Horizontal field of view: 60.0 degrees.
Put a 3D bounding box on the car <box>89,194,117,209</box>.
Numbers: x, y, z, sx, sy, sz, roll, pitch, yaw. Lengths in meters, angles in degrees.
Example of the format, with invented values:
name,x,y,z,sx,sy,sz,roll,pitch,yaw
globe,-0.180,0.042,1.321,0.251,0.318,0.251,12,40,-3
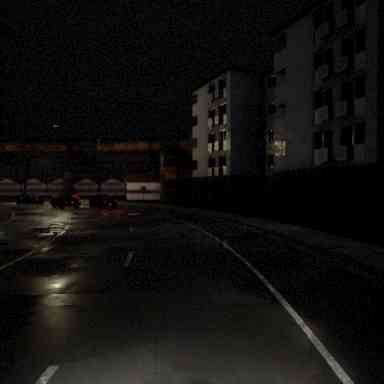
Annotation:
name,x,y,z,sx,sy,sz,roll,pitch,yaw
car,-9.521,0.988,35.480,1.812,1.442,4.674,-1,1,-34

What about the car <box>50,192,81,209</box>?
name,x,y,z,sx,sy,sz,roll,pitch,yaw
car,-13.310,1.019,34.885,2.033,1.411,5.357,-1,1,-36

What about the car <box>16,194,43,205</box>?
name,x,y,z,sx,sy,sz,roll,pitch,yaw
car,-20.929,0.916,42.790,4.181,1.385,1.994,1,1,40
